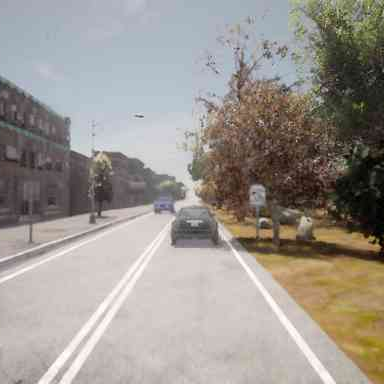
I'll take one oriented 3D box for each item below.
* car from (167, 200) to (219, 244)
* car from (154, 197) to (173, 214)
[{"bbox_3d":[0.120,1.416,16.312,2.097,1.767,4.553,0,0,0],"label":"car"},{"bbox_3d":[-3.245,1.566,40.021,2.150,2.045,5.566,0,-1,0],"label":"car"}]
